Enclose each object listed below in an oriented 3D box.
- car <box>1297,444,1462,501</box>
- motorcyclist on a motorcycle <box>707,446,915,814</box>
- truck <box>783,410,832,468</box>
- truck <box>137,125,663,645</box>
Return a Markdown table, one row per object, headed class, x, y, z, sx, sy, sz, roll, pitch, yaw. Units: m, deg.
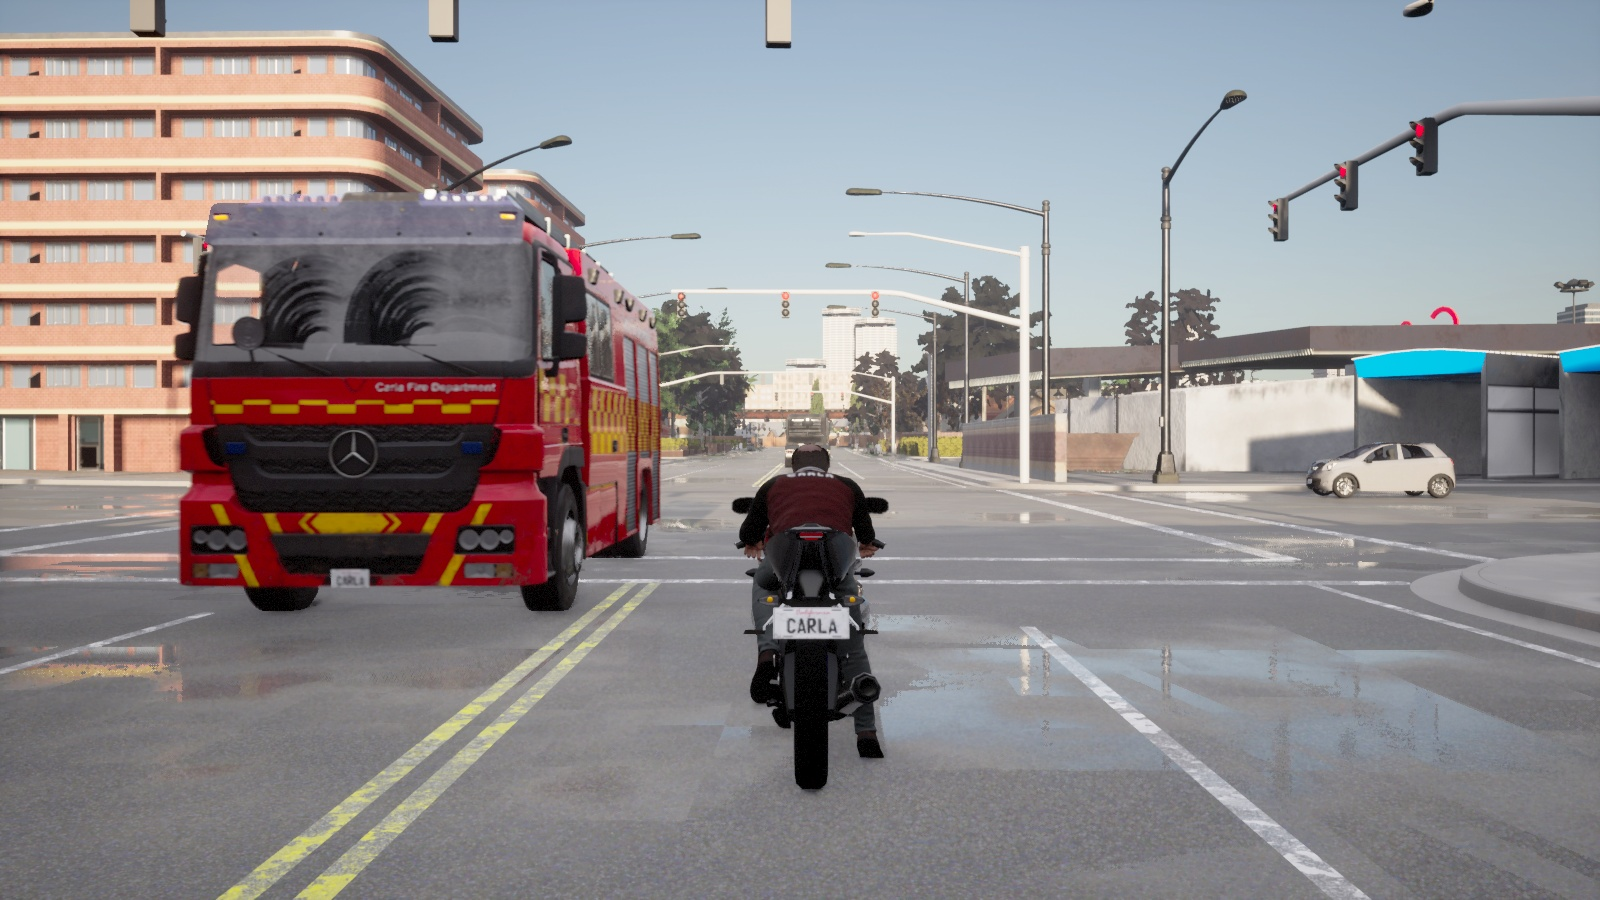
| class | x | y | z | sx | sy | sz | roll | pitch | yaw |
| --- | --- | --- | --- | --- | --- | --- | --- | --- | --- |
| car | 15.650 | 0.581 | 34.043 | 3.633 | 1.501 | 1.845 | 0 | 0 | 1 |
| motorcyclist on a motorcycle | 0.052 | 0.746 | 6.329 | 0.866 | 1.530 | 2.191 | 0 | 0 | 0 |
| truck | 0.466 | -0.678 | 78.471 | 2.891 | 3.462 | 7.936 | 0 | 0 | 0 |
| truck | -3.406 | -0.494 | 13.472 | 2.891 | 3.827 | 8.468 | 0 | 0 | 0 |
